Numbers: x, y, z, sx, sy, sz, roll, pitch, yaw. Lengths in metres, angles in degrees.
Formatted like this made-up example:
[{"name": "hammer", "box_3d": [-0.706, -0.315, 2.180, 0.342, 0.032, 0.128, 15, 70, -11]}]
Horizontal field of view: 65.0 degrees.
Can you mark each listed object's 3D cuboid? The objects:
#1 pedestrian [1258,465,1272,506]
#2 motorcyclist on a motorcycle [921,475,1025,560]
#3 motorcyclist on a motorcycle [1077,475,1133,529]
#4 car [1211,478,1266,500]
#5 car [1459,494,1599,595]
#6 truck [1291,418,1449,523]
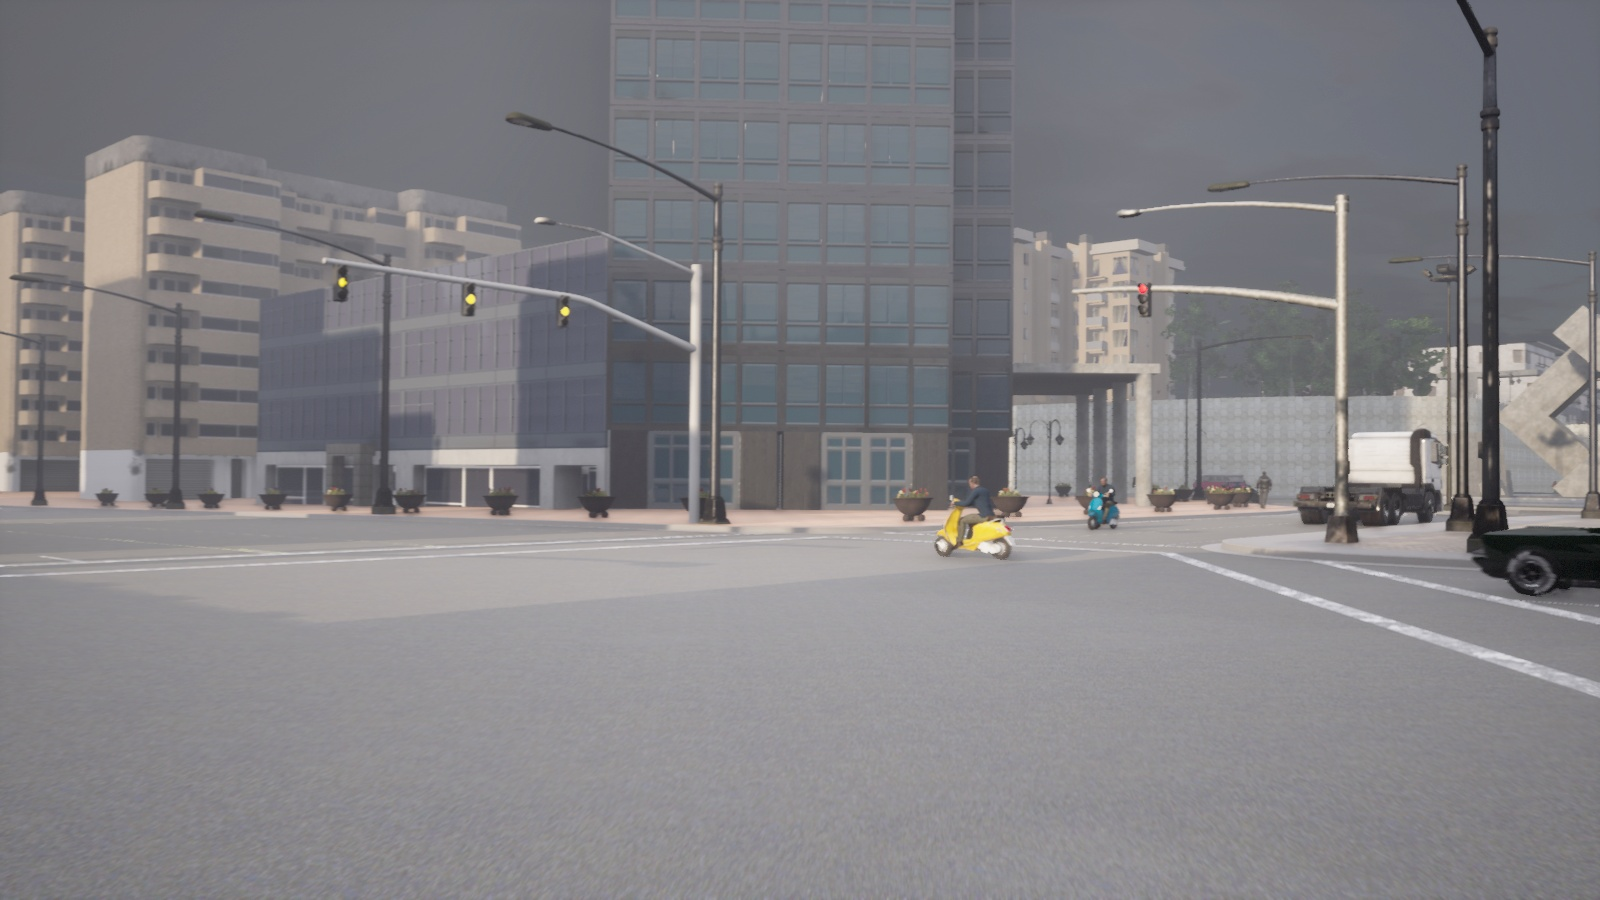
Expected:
[{"name": "pedestrian", "box_3d": [21.885, 1.667, 59.118, 0.563, 1.883, 0.849, 0, -1, 17]}, {"name": "motorcyclist on a motorcycle", "box_3d": [3.337, 1.277, 24.281, 1.817, 1.590, 0.866, -1, -2, 42]}, {"name": "motorcyclist on a motorcycle", "box_3d": [9.247, 1.540, 38.020, 0.866, 1.590, 1.817, -1, -2, 42]}, {"name": "car", "box_3d": [28.389, 2.516, 81.398, 1.994, 1.385, 4.181, 0, -1, -2]}, {"name": "car", "box_3d": [11.688, 1.261, 16.823, 4.718, 1.301, 1.895, -1, -2, 42]}, {"name": "truck", "box_3d": [20.776, 0.757, 45.535, 2.891, 3.462, 7.936, -1, -2, 42]}]
